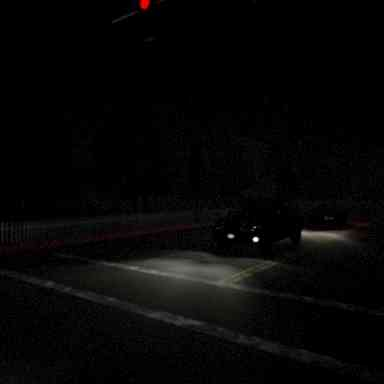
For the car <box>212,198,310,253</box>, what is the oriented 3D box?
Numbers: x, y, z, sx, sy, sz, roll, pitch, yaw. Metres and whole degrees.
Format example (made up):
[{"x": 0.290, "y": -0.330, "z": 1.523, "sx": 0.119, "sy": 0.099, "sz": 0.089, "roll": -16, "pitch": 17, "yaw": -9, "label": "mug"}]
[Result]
[{"x": 3.089, "y": 1.297, "z": 14.623, "sx": 2.150, "sy": 2.045, "sz": 5.566, "roll": -1, "pitch": 0, "yaw": 37, "label": "car"}]

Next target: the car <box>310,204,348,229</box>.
[{"x": 9.232, "y": 1.572, "z": 22.809, "sx": 1.882, "sy": 1.535, "sz": 5.008, "roll": -1, "pitch": 0, "yaw": 37, "label": "car"}]
